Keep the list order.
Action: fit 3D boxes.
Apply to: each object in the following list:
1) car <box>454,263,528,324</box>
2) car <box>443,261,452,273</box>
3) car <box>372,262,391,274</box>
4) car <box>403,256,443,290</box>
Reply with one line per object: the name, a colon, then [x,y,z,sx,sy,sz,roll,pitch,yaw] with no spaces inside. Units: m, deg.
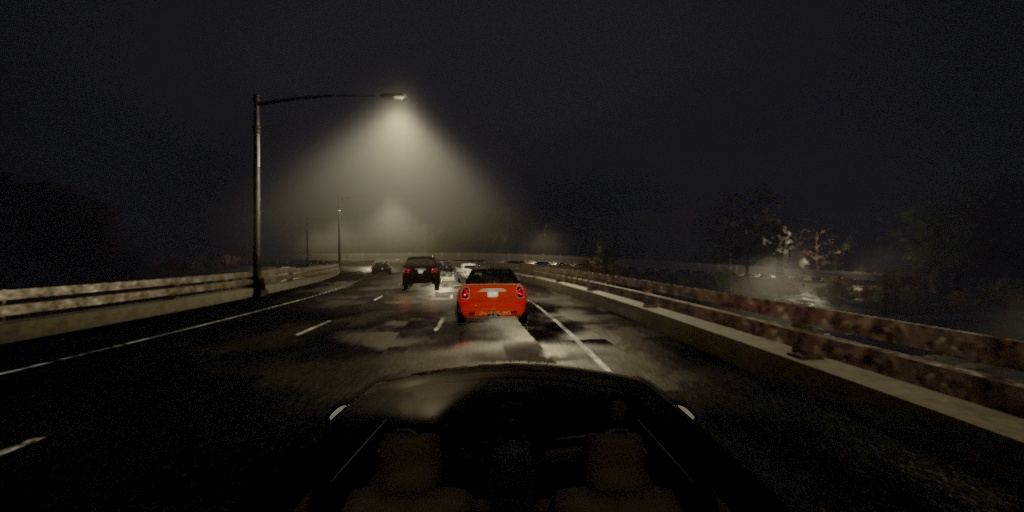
car: [-0.739,1.110,12.286,2.097,1.767,4.553,0,0,-5]
car: [-8.676,1.356,44.578,2.033,1.411,5.357,0,0,-22]
car: [-15.627,1.406,42.906,1.994,1.385,4.181,0,0,-23]
car: [-5.771,1.008,23.228,2.150,2.045,5.566,0,0,-11]
